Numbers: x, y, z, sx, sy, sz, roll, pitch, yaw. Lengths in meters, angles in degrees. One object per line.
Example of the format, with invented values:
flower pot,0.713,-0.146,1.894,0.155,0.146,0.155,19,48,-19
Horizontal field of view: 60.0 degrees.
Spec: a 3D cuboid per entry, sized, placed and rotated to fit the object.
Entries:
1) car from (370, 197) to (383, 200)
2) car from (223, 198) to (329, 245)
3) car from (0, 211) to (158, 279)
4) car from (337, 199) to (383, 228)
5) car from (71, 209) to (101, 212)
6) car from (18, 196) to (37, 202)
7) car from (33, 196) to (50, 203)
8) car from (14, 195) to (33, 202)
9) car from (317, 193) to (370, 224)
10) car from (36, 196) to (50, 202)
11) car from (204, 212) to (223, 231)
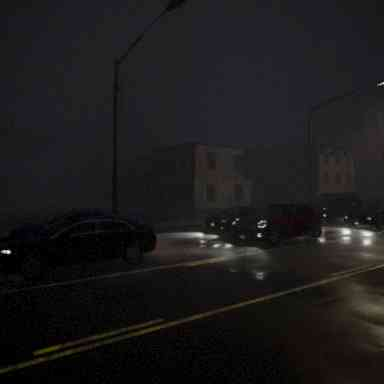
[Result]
car,14.588,1.154,27.204,4.674,1.442,1.812,-1,0,-36
car,3.955,1.312,15.422,4.553,1.767,2.097,-1,0,-36
car,-3.407,1.501,10.165,4.902,1.511,2.128,0,0,-35
car,11.803,1.418,21.029,5.357,1.411,2.033,-1,0,-35
car,-4.610,1.494,13.609,5.008,1.535,1.882,0,0,-36
car,-39.964,1.684,80.838,4.536,1.218,1.853,0,0,25
car,-36.187,1.863,80.891,2.038,1.542,4.974,0,0,-5
car,-39.917,1.842,80.815,4.974,1.542,2.038,0,0,25
car,10.290,1.094,24.246,5.566,2.045,2.150,-1,0,-36
car,-36.191,1.705,80.944,1.853,1.218,4.536,0,0,-5
car,2.706,1.523,18.838,4.181,1.385,1.994,-1,0,-36
